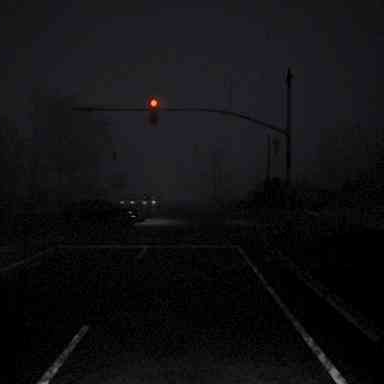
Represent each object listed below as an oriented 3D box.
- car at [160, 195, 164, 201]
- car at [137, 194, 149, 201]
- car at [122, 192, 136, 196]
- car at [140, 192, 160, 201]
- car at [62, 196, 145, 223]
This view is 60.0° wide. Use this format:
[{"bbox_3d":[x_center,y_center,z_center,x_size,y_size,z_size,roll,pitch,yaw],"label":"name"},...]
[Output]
[{"bbox_3d":[-6.881,1.250,70.785,2.033,1.411,5.357,0,-2,0],"label":"car"},{"bbox_3d":[-10.382,1.255,70.411,1.994,1.385,4.181,0,-2,0],"label":"car"},{"bbox_3d":[-10.490,0.794,55.403,1.882,1.535,5.008,0,-1,0],"label":"car"},{"bbox_3d":[-6.991,0.821,55.457,1.837,1.490,4.892,0,-1,0],"label":"car"},{"bbox_3d":[-5.827,1.192,21.444,4.892,1.490,1.837,0,1,3],"label":"car"}]
